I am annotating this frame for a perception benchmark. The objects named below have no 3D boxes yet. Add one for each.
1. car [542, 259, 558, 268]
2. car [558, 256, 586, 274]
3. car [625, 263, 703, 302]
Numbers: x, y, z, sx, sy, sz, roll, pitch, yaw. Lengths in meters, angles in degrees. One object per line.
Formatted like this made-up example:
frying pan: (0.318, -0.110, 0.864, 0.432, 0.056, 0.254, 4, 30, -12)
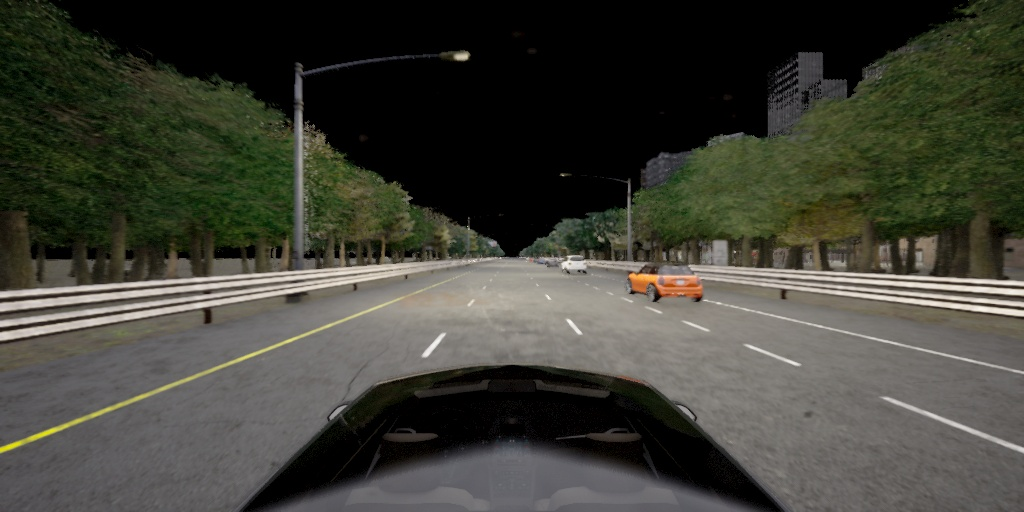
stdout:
car: (7.019, 1.290, 62.887, 2.128, 1.511, 4.902, 0, 0, 0)
car: (7.004, 0.989, 41.015, 2.150, 2.045, 5.566, 0, 0, 0)
car: (7.003, 1.107, 17.019, 2.097, 1.767, 4.553, 0, 0, 0)
